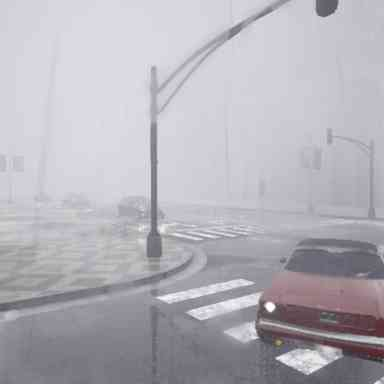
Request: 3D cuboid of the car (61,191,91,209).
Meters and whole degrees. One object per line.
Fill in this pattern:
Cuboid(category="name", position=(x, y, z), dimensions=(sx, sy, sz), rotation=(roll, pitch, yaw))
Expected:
Cuboid(category="car", position=(-12.813, 0.852, 36.783), dimensions=(2.097, 1.767, 4.553), rotation=(0, 1, -37))

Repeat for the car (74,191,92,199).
Cuboid(category="car", position=(-21.705, 0.520, 66.168), dimensions=(1.882, 1.535, 5.008), rotation=(0, 1, -36))

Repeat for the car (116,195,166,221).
Cuboid(category="car", position=(-3.792, 1.069, 24.285), dimensions=(2.097, 1.767, 4.553), rotation=(0, 1, -36))

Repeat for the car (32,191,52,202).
Cuboid(category="car", position=(-23.051, 0.648, 51.183), dimensions=(2.097, 1.767, 4.553), rotation=(0, 1, -36))

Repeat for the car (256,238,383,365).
Cuboid(category="car", position=(2.596, 1.599, 6.014), dimensions=(1.895, 1.301, 4.718), rotation=(0, 0, 25))
